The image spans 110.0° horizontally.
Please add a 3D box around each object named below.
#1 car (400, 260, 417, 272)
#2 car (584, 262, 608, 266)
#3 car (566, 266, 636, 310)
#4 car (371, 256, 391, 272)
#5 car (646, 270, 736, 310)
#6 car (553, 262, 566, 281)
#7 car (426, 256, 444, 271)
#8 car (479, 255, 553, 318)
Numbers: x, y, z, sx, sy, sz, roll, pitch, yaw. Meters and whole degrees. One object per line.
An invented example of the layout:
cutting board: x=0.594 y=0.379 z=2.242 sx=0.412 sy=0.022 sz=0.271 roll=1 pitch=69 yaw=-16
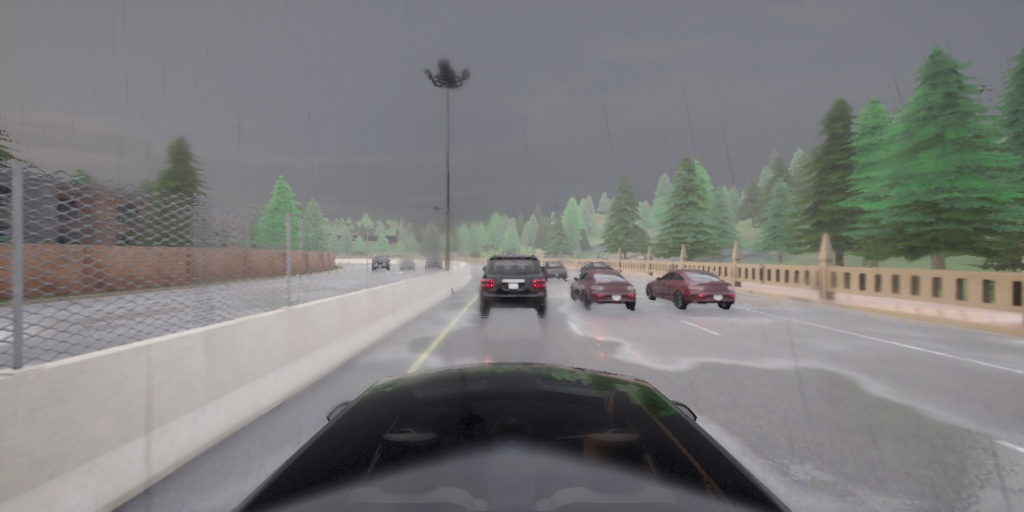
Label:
car: x=-13.712 y=1.254 z=47.517 sx=1.837 sy=1.490 sz=4.892 roll=0 pitch=0 yaw=-15
car: x=6.795 y=1.243 z=29.390 sx=2.128 sy=1.511 sz=4.902 roll=0 pitch=0 yaw=-3
car: x=3.572 y=1.277 z=14.543 sx=1.812 sy=1.442 sz=4.674 roll=0 pitch=-1 yaw=0
car: x=-17.397 y=0.974 z=47.842 sx=2.150 sy=2.045 sz=5.566 roll=0 pitch=0 yaw=-16
car: x=7.072 y=1.277 z=14.595 sx=1.812 sy=1.442 sz=4.674 roll=0 pitch=0 yaw=0
car: x=3.297 y=1.243 z=29.397 sx=2.128 sy=1.511 sz=4.902 roll=0 pitch=0 yaw=-3
car: x=-11.000 y=0.975 z=50.918 sx=2.150 sy=2.045 sz=5.566 roll=0 pitch=0 yaw=-16
car: x=0.064 y=0.972 z=13.177 sx=2.150 sy=2.045 sz=5.566 roll=0 pitch=0 yaw=0
